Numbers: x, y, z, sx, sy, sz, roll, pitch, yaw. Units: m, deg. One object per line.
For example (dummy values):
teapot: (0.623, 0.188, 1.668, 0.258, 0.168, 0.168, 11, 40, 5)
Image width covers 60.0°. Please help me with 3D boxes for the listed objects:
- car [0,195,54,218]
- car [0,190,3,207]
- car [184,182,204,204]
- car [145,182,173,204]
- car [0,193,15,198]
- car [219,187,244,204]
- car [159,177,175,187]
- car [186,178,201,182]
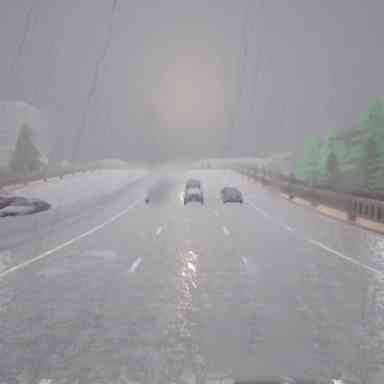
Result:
car: (-10.541, 1.128, 21.325, 1.994, 1.385, 4.181, 0, 4, 0)
car: (-17.469, 0.763, 26.117, 2.033, 1.411, 5.357, 0, 5, 2)
car: (0.188, 0.259, 31.142, 1.812, 1.442, 4.674, 0, 6, 0)
car: (-3.302, 0.223, 31.702, 2.033, 1.411, 5.357, 0, 6, 0)
car: (-13.948, 0.795, 23.910, 1.895, 1.301, 4.718, 0, 4, 0)
car: (3.699, 0.229, 31.602, 2.033, 1.411, 5.357, 0, 6, 0)
car: (-3.319, -1.183, 43.301, 1.837, 1.490, 4.892, 0, 7, 1)
car: (0.183, -1.109, 43.147, 1.994, 1.385, 4.181, 0, 7, 1)
